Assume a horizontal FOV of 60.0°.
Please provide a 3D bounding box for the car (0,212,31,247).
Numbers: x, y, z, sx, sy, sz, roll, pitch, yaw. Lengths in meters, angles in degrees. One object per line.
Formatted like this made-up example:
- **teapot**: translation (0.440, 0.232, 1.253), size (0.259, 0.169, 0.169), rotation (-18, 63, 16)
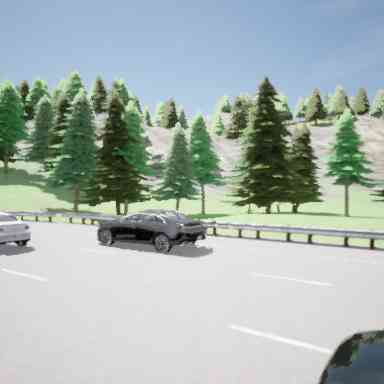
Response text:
- **car**: translation (-8.481, 1.505, 13.536), size (4.674, 1.442, 1.812), rotation (0, 0, 31)

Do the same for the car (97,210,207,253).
- **car**: translation (-1.764, 1.466, 13.454), size (4.902, 1.511, 2.128), rotation (0, 0, 33)

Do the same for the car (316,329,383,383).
- **car**: translation (2.839, 1.558, 1.860), size (4.181, 1.385, 1.994), rotation (0, 0, 36)
